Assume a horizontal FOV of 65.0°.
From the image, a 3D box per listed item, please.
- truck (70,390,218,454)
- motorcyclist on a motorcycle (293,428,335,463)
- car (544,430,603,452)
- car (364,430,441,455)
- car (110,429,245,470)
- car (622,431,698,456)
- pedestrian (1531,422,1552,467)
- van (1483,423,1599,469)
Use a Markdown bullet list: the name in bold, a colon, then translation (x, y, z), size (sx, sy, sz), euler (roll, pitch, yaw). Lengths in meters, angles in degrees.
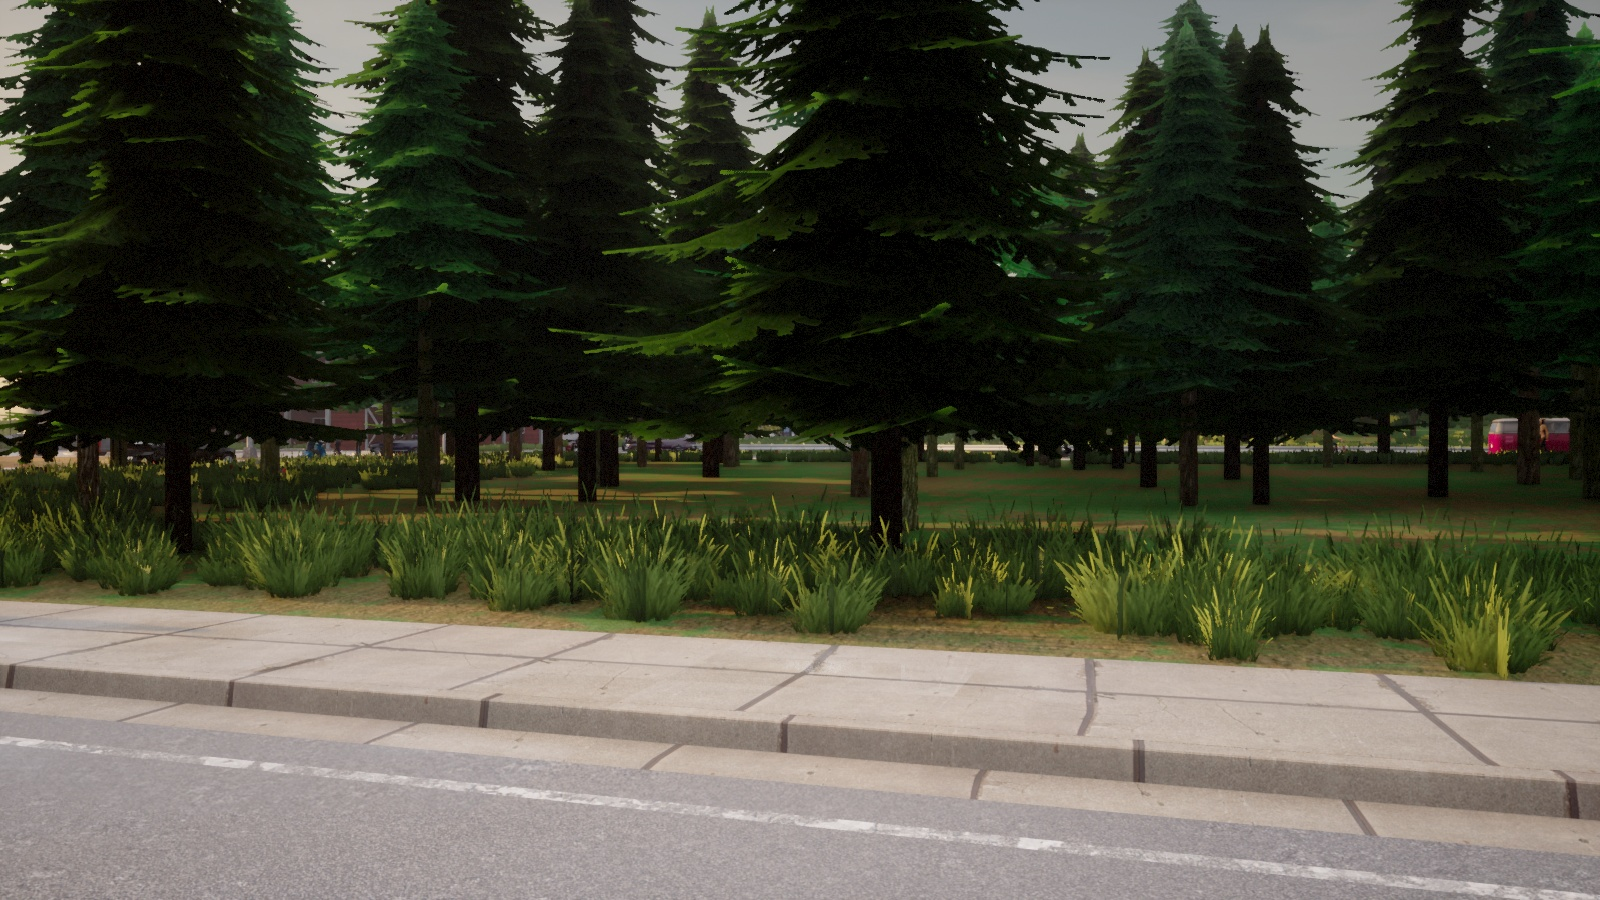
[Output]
- **truck**: translation (-40.800, -1.746, 78.091), size (8.468, 3.827, 2.891), euler (0, 1, 16)
- **motorcyclist on a motorcycle**: translation (-22.386, -0.204, 57.883), size (0.866, 1.590, 1.817), euler (1, 1, 17)
- **car**: translation (-16.113, -0.642, 89.604), size (2.163, 1.488, 4.792), euler (1, 1, 17)
- **car**: translation (-24.322, -0.480, 76.921), size (4.193, 1.474, 1.816), euler (1, 1, 16)
- **car**: translation (-24.790, -0.066, 50.212), size (1.882, 1.535, 5.008), euler (1, 1, 17)
- **car**: translation (-8.449, -0.407, 75.911), size (4.193, 1.474, 1.816), euler (0, 1, 16)
- **pedestrian**: translation (30.665, -0.228, 51.928), size (0.634, 1.846, 0.331), euler (0, 1, 5)
- **van**: translation (33.020, -0.189, 55.749), size (4.442, 1.987, 1.775), euler (1, 1, 19)
